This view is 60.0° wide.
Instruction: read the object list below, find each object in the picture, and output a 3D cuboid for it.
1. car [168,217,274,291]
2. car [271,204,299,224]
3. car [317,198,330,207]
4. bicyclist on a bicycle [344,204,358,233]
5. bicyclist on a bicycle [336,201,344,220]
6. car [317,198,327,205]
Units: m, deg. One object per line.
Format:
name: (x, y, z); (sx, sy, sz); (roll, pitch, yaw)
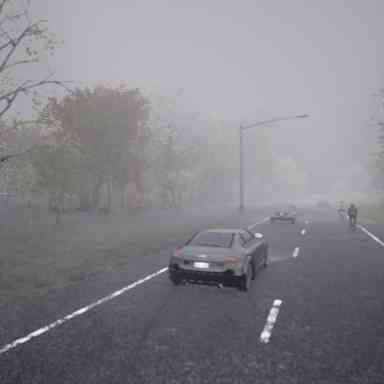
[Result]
car: (0.929, 1.625, 9.347); (1.994, 1.385, 4.181); (0, 0, 21)
car: (7.455, 1.704, 26.708); (2.033, 1.411, 5.357); (0, 0, 21)
car: (23.559, 1.887, 59.612); (1.994, 1.385, 4.181); (0, 0, 21)
bicyclist on a bicycle: (9.350, 1.550, 19.339); (0.582, 1.620, 1.656); (0, -1, 21)
bicyclist on a bicycle: (12.767, 1.583, 28.375); (0.866, 1.612, 1.509); (0, 0, 20)
car: (27.108, 1.902, 69.316); (1.812, 1.442, 4.674); (0, 0, 21)
